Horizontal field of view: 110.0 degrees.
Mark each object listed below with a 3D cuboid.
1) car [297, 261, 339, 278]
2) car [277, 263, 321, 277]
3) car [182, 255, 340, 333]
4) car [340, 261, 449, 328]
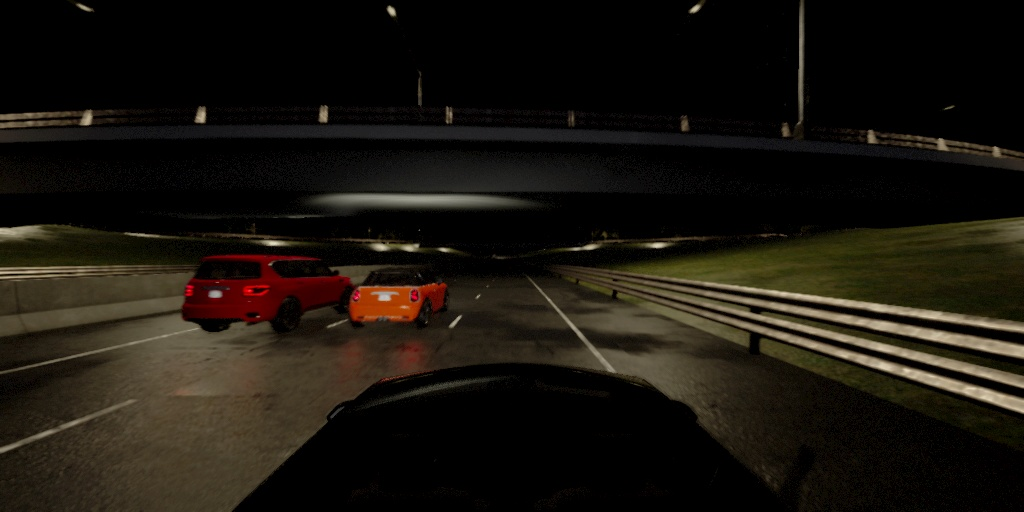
[{"bbox_3d":[-21.049,1.434,39.196,2.097,1.767,4.553,0,-1,0],"label":"car"},{"bbox_3d":[-24.540,1.604,41.527,2.128,1.511,4.902,0,-1,1],"label":"car"},{"bbox_3d":[-6.896,1.003,11.015,2.150,2.045,5.566,0,0,0],"label":"car"},{"bbox_3d":[-3.396,1.142,11.694,2.097,1.767,4.553,0,0,0],"label":"car"}]
